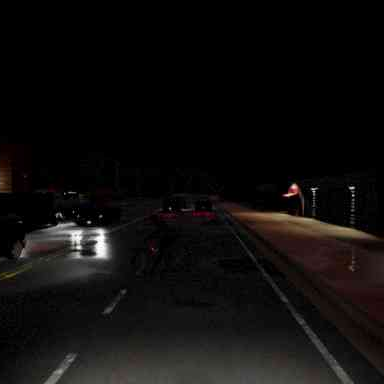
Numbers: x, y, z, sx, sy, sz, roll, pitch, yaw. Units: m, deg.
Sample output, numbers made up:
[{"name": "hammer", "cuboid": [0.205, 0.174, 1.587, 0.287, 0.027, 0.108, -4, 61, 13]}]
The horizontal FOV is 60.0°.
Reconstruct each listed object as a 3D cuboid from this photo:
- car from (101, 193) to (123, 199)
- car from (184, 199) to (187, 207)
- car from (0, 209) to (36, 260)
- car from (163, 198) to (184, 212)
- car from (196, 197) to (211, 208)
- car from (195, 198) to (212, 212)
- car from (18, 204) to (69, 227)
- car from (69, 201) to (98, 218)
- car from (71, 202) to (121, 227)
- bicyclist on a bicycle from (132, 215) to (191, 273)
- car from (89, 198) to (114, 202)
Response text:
[{"name": "car", "cuboid": [-22.000, 1.153, 92.690, 4.605, 1.855, 1.932, 0, 0, 2]}, {"name": "car", "cuboid": [-1.872, 1.547, 49.603, 2.033, 1.411, 5.357, 0, 0, 2]}, {"name": "car", "cuboid": [-6.831, 1.478, 9.695, 1.882, 1.535, 5.008, 0, 0, 2]}, {"name": "car", "cuboid": [-2.232, 1.504, 37.991, 1.837, 1.490, 4.892, 0, 0, 2]}, {"name": "car", "cuboid": [1.652, 1.547, 48.795, 2.033, 1.411, 5.357, 0, 0, 1]}, {"name": "car", "cuboid": [1.307, 1.491, 38.357, 2.128, 1.511, 4.902, 0, 0, 2]}, {"name": "car", "cuboid": [-9.966, 1.547, 20.801, 2.033, 1.411, 5.357, 0, 0, 2]}, {"name": "car", "cuboid": [-9.651, 1.608, 27.490, 1.895, 1.301, 4.718, 0, 0, 2]}, {"name": "car", "cuboid": [-6.382, 1.601, 23.080, 1.895, 1.301, 4.718, 0, 0, 2]}, {"name": "bicyclist on a bicycle", "cuboid": [-0.872, 1.452, 9.224, 1.656, 1.620, 0.582, -2, 0, 2]}, {"name": "car", "cuboid": [-9.522, 1.564, 32.962, 1.994, 1.385, 4.181, 0, 0, 3]}]
